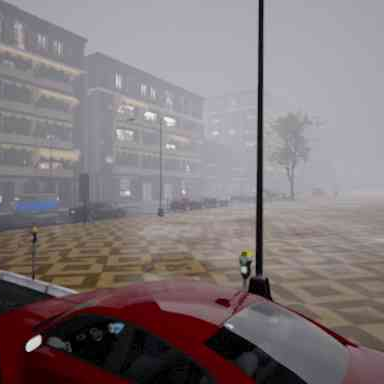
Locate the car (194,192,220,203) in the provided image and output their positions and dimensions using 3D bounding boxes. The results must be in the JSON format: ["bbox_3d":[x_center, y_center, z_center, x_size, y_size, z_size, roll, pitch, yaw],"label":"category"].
[{"bbox_3d":[2.345,0.807,51.410,2.008,1.369,4.403,2,2,35],"label":"car"}]

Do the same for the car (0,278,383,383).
[{"bbox_3d":[-0.352,1.544,3.120,4.507,1.381,1.887,0,0,36],"label":"car"}]

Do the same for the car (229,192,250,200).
[{"bbox_3d":[8.712,0.649,60.550,1.947,1.339,4.313,2,2,35],"label":"car"}]

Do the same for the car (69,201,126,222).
[{"bbox_3d":[-6.696,1.328,23.774,1.947,1.339,4.313,2,2,35],"label":"car"}]

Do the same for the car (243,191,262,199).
[{"bbox_3d":[11.798,0.525,64.978,1.752,1.417,4.829,2,2,35],"label":"car"}]

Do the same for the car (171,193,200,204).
[{"bbox_3d":[-0.838,0.909,46.841,1.947,1.339,4.313,2,2,35],"label":"car"}]

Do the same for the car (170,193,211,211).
[{"bbox_3d":[-0.330,1.132,32.911,1.887,1.381,4.507,2,2,35],"label":"car"}]

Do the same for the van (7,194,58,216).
[{"bbox_3d":[-13.569,1.035,28.558,1.690,1.788,3.998,2,2,35],"label":"van"}]

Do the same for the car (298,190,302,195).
[{"bbox_3d":[27.812,0.114,87.965,1.887,1.381,4.507,2,2,35],"label":"car"}]

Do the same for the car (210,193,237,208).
[{"bbox_3d":[2.854,1.050,37.481,2.008,1.369,4.403,2,2,35],"label":"car"}]

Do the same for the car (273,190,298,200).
[{"bbox_3d":[15.686,0.675,55.898,1.752,1.417,4.829,2,2,35],"label":"car"}]

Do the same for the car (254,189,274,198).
[{"bbox_3d":[15.082,0.226,69.682,2.192,1.841,5.009,2,2,35],"label":"car"}]

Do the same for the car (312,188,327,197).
[{"bbox_3d":[29.048,0.009,75.613,2.150,2.045,5.566,1,1,35],"label":"car"}]

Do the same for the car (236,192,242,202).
[{"bbox_3d":[7.313,0.788,48.503,2.128,1.511,4.902,1,1,34],"label":"car"}]

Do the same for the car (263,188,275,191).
[{"bbox_3d":[13.193,0.356,57.043,2.150,2.045,5.566,1,1,35],"label":"car"}]

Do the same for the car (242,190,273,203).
[{"bbox_3d":[9.221,0.876,46.620,2.008,1.369,4.403,2,2,35],"label":"car"}]
